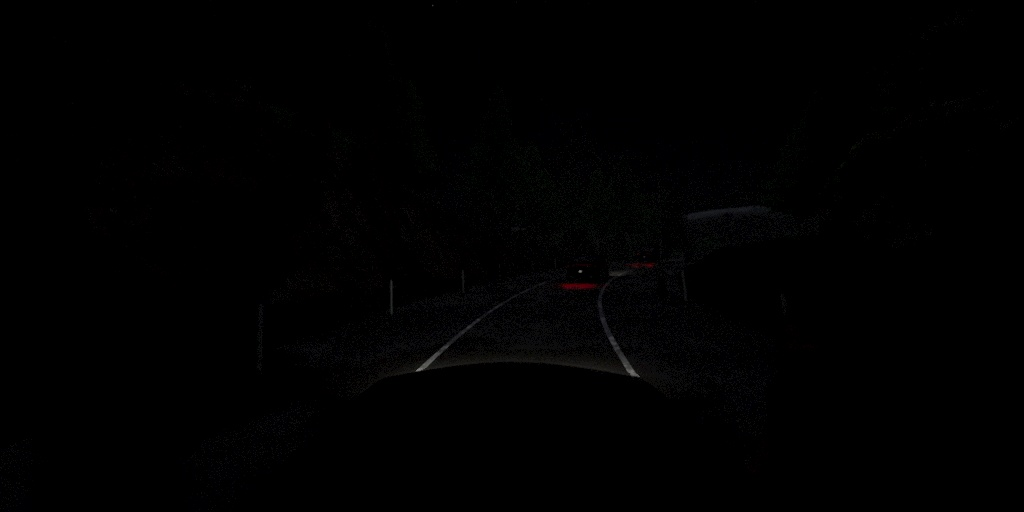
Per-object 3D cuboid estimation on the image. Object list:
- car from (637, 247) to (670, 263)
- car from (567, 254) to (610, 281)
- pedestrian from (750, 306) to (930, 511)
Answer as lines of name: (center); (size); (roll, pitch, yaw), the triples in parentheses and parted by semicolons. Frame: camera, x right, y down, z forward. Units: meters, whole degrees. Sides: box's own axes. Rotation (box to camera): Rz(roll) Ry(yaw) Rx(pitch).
car: (14.988, -0.154, 37.811); (1.882, 1.535, 5.008); (-3, 0, 43)
car: (4.859, 0.630, 22.521); (1.882, 1.535, 5.008); (-2, 2, 24)
pedestrian: (1.196, 1.056, 1.388); (0.375, 1.860, 0.375); (4, -3, 1)
